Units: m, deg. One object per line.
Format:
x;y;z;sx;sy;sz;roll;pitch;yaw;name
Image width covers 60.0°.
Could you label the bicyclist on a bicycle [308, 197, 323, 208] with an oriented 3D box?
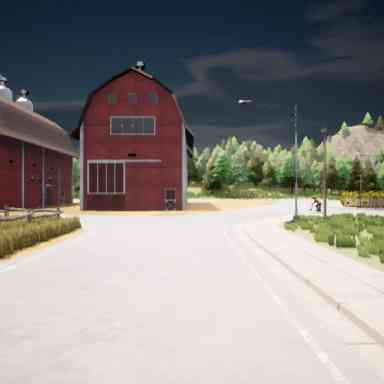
12.424;1.361;33.393;1.656;1.620;0.582;0;0;33;bicyclist on a bicycle
